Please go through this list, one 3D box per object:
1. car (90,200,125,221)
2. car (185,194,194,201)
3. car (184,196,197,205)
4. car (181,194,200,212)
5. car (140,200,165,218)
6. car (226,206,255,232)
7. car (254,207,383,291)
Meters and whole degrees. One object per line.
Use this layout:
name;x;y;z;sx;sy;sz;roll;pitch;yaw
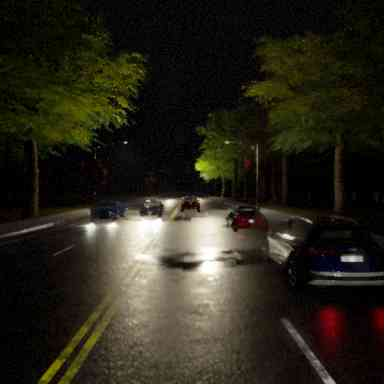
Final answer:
car;-6.674;1.438;26.721;1.882;1.535;5.008;0;0;0
car;-0.553;1.209;73.552;2.033;1.411;5.357;0;0;-1
car;-0.213;1.356;54.767;2.033;1.411;5.357;0;0;-1
car;-0.169;1.268;38.401;2.097;1.767;4.553;0;0;0
car;-3.437;1.444;29.528;2.128;1.511;4.902;0;0;0
car;3.205;1.538;20.004;1.994;1.385;4.181;0;0;0
car;3.239;1.422;8.993;2.033;1.649;4.856;0;0;0
